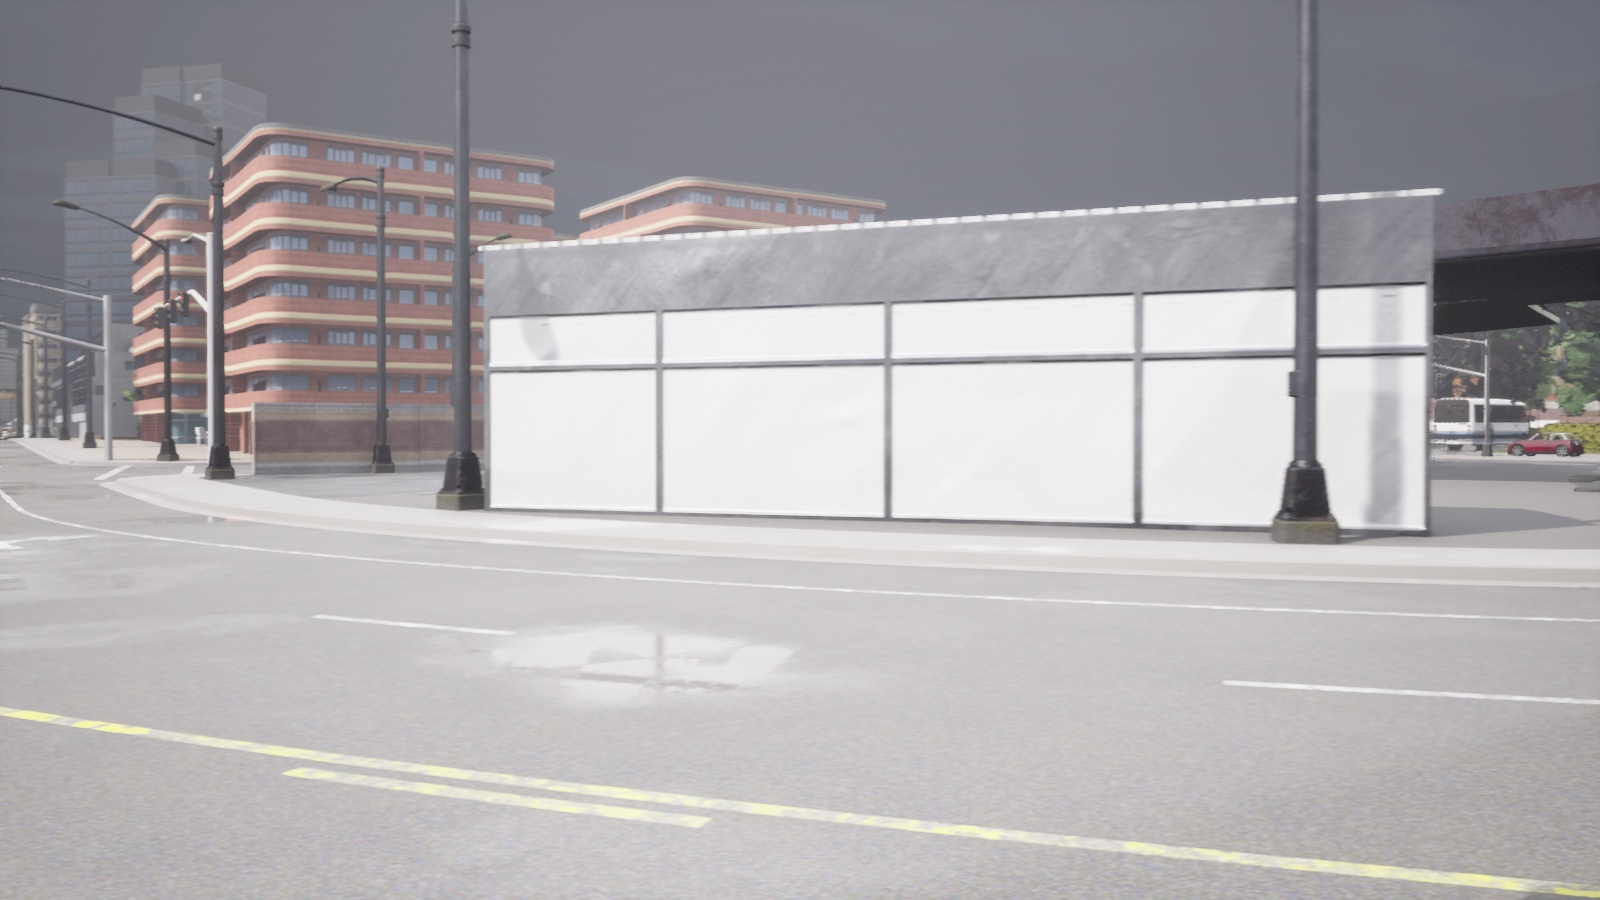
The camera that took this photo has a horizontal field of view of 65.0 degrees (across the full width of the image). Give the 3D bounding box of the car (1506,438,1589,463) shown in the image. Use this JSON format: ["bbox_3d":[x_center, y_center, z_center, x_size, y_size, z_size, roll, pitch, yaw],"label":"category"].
[{"bbox_3d":[44.971,0.010,75.573,1.970,1.475,3.806,0,1,-34],"label":"car"}]
